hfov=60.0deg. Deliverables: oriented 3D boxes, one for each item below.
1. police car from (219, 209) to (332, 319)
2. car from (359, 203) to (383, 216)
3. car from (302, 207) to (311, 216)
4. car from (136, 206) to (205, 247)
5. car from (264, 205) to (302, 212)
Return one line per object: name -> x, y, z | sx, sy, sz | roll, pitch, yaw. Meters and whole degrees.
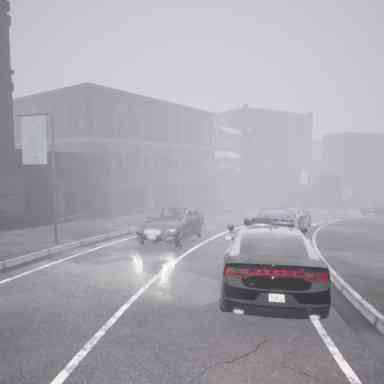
police car -> 1.746, 1.433, 7.663 | 1.930, 1.638, 5.238 | 1, 0, 10
car -> 22.482, 2.105, 40.375 | 5.357, 1.411, 2.033 | 2, 3, -32
car -> 6.620, 1.612, 21.846 | 1.812, 1.442, 4.674 | 2, 1, 28
car -> -0.773, 1.424, 14.818 | 2.128, 1.511, 4.902 | 1, 0, 18
car -> 4.259, 1.520, 16.677 | 1.882, 1.535, 5.008 | 2, 0, 21
